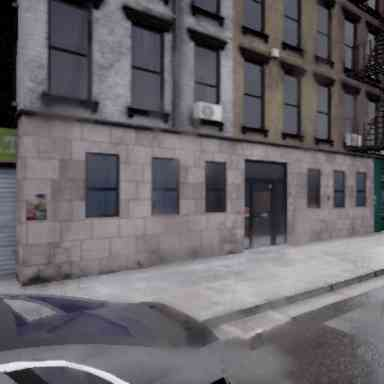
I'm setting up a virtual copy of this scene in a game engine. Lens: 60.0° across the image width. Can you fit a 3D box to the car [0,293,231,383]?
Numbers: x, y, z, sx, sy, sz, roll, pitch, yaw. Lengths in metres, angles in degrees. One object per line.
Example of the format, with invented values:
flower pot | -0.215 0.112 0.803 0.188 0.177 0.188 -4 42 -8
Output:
car | -1.947 1.495 1.682 4.902 1.511 2.128 0 0 -36
